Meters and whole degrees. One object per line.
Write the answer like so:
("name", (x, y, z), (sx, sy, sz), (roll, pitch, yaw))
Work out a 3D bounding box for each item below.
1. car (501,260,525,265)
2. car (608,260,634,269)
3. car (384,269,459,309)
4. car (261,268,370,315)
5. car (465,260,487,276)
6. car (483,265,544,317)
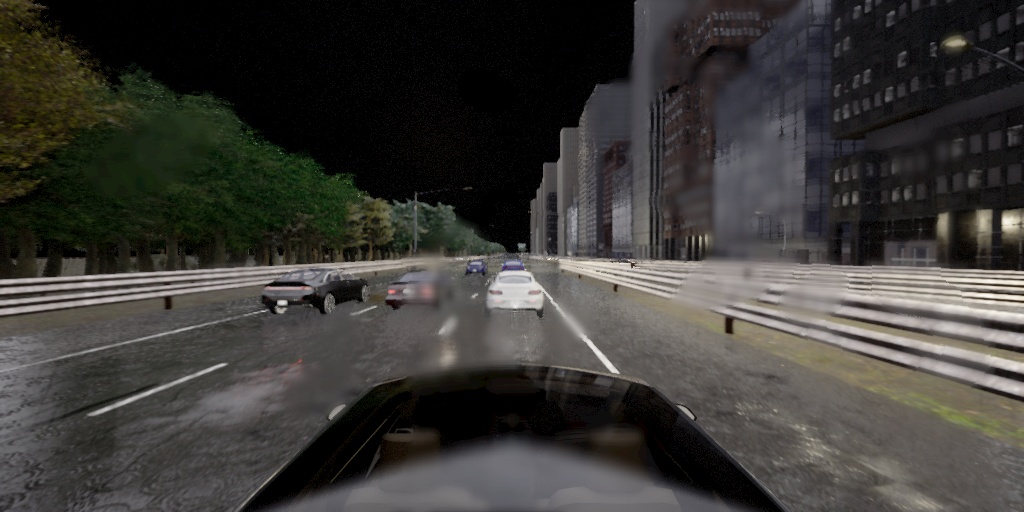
("car", (0.102, 1.087, 31.024), (1.882, 1.535, 5.008), (0, 0, 0))
("car", (11.607, 1.149, 39.809), (1.837, 1.490, 4.892), (0, 0, -15))
("car", (-3.403, 1.235, 14.386), (2.033, 1.411, 5.357), (0, 0, 0))
("car", (-6.900, 1.184, 13.197), (2.128, 1.511, 4.902), (0, 0, 0))
("car", (-3.400, 1.119, 34.833), (1.812, 1.442, 4.674), (0, 0, 0))
("car", (0.100, 1.220, 12.844), (1.812, 1.442, 4.674), (0, 0, 0))
